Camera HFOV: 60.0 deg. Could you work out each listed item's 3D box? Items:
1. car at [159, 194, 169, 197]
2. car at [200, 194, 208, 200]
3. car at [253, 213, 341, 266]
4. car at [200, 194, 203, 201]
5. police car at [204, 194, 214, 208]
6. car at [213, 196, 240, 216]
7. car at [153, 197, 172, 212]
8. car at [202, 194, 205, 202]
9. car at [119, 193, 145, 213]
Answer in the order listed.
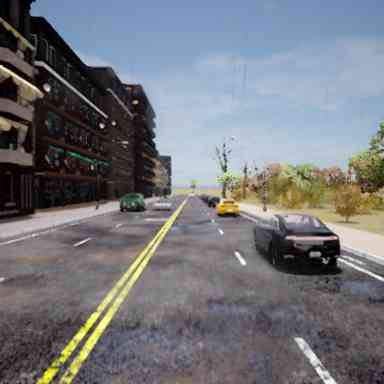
[{"bbox_3d":[-6.502,1.139,78.137,1.837,1.490,4.892,0,0,0],"label":"car"},{"bbox_3d":[3.248,1.365,92.193,2.128,1.511,4.902,0,0,0],"label":"car"},{"bbox_3d":[3.350,1.476,11.458,2.128,1.511,4.902,0,0,0],"label":"car"},{"bbox_3d":[3.249,1.408,70.192,1.837,1.490,4.892,0,0,0],"label":"car"},{"bbox_3d":[3.249,1.358,48.300,1.930,1.638,5.238,0,0,0],"label":"police car"},{"bbox_3d":[3.349,1.433,31.624,1.882,1.535,5.008,0,0,0],"label":"car"},{"bbox_3d":[-3.337,1.547,38.307,1.895,1.301,4.718,0,0,0],"label":"car"},{"bbox_3d":[3.249,1.422,59.191,1.837,1.490,4.892,0,0,0],"label":"car"},{"bbox_3d":[-6.587,1.167,37.325,2.150,2.045,5.566,0,0,0],"label":"car"}]
